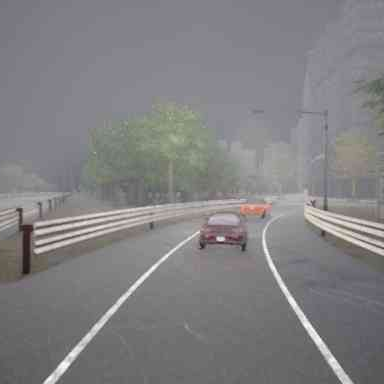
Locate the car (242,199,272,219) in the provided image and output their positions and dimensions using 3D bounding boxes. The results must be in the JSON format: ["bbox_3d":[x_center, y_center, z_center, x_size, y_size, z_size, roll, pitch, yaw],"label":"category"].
[{"bbox_3d":[5.834,1.369,29.864,2.097,1.767,4.553,1,0,22],"label":"car"}]

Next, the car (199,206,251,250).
[{"bbox_3d":[1.462,1.532,14.326,1.812,1.442,4.674,0,0,10],"label":"car"}]

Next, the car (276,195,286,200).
[{"bbox_3d":[24.285,1.577,90.821,1.895,1.301,4.718,0,0,5],"label":"car"}]
